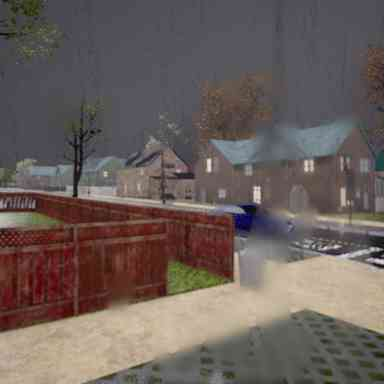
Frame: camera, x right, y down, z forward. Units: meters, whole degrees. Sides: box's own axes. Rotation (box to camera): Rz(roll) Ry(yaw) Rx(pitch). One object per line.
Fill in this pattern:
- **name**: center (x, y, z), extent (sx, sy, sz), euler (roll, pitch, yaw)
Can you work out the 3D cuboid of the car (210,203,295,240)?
- **car**: center (2.676, 1.303, 15.936), extent (1.812, 1.442, 4.674), euler (-1, 3, -36)
